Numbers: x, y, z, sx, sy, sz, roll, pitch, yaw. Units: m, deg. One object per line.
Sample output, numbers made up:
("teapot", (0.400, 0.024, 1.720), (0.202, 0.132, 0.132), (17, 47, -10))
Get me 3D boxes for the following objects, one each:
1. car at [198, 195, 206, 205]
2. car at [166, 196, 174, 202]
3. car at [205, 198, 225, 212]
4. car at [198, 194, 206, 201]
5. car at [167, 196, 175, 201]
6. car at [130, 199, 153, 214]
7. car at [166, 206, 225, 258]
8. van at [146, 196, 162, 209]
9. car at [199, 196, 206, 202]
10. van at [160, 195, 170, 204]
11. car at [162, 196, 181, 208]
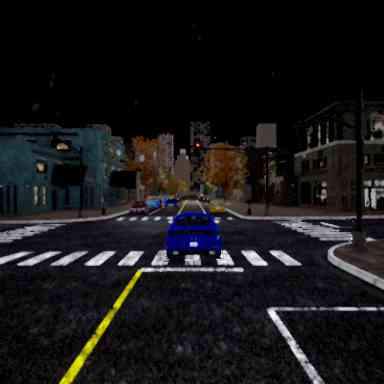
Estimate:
("car", (2.698, 1.769, 64.248), (2.008, 1.369, 4.403), (-1, 0, 0))
("car", (-5.679, 1.859, 86.434), (1.947, 1.339, 4.313), (0, 0, 0))
("car", (2.693, 1.651, 36.687), (1.752, 1.417, 4.829), (-1, 0, 0))
("car", (2.700, 1.626, 91.980), (2.192, 1.841, 5.009), (-1, 0, 0))
("car", (-5.678, 1.856, 91.981), (1.887, 1.381, 4.507), (0, 0, 0))
("car", (-5.686, 1.708, 36.518), (1.802, 1.307, 4.206), (0, 0, 0))
("car", (0.070, 1.537, 13.029), (1.882, 1.535, 5.008), (0, -1, 0))
("van", (-5.686, 1.504, 47.611), (1.690, 1.788, 3.998), (0, 0, 0))
("car", (2.702, 1.837, 86.433), (1.887, 1.381, 4.507), (-1, 0, 0))
("van", (-5.683, 1.579, 69.796), (1.690, 1.788, 3.998), (0, 0, 0))
("car", (-3.068, 1.698, 50.379), (1.812, 1.442, 4.674), (0, 0, 0))
